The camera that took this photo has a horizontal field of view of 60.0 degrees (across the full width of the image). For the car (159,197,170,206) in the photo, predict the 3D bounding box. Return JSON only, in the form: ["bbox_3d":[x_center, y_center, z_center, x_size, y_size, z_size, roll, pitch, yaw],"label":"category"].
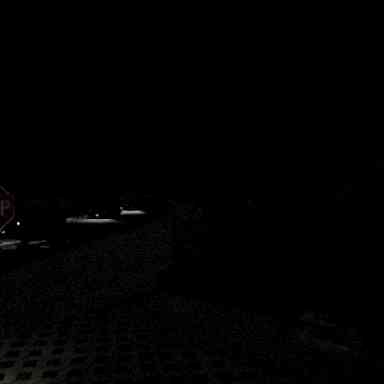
[{"bbox_3d":[-4.815,1.711,58.157,1.994,1.385,4.181,0,0,-3],"label":"car"}]

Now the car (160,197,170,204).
[{"bbox_3d":[-5.528,1.739,68.140,2.033,1.411,5.357,0,0,-5],"label":"car"}]

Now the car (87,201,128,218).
[{"bbox_3d":[-7.694,1.559,30.139,2.033,1.411,5.357,0,0,3],"label":"car"}]

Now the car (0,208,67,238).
[{"bbox_3d":[-8.634,1.558,17.749,1.895,1.301,4.718,0,0,6],"label":"car"}]

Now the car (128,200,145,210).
[{"bbox_3d":[-7.342,1.668,43.185,1.895,1.301,4.718,0,0,0],"label":"car"}]
